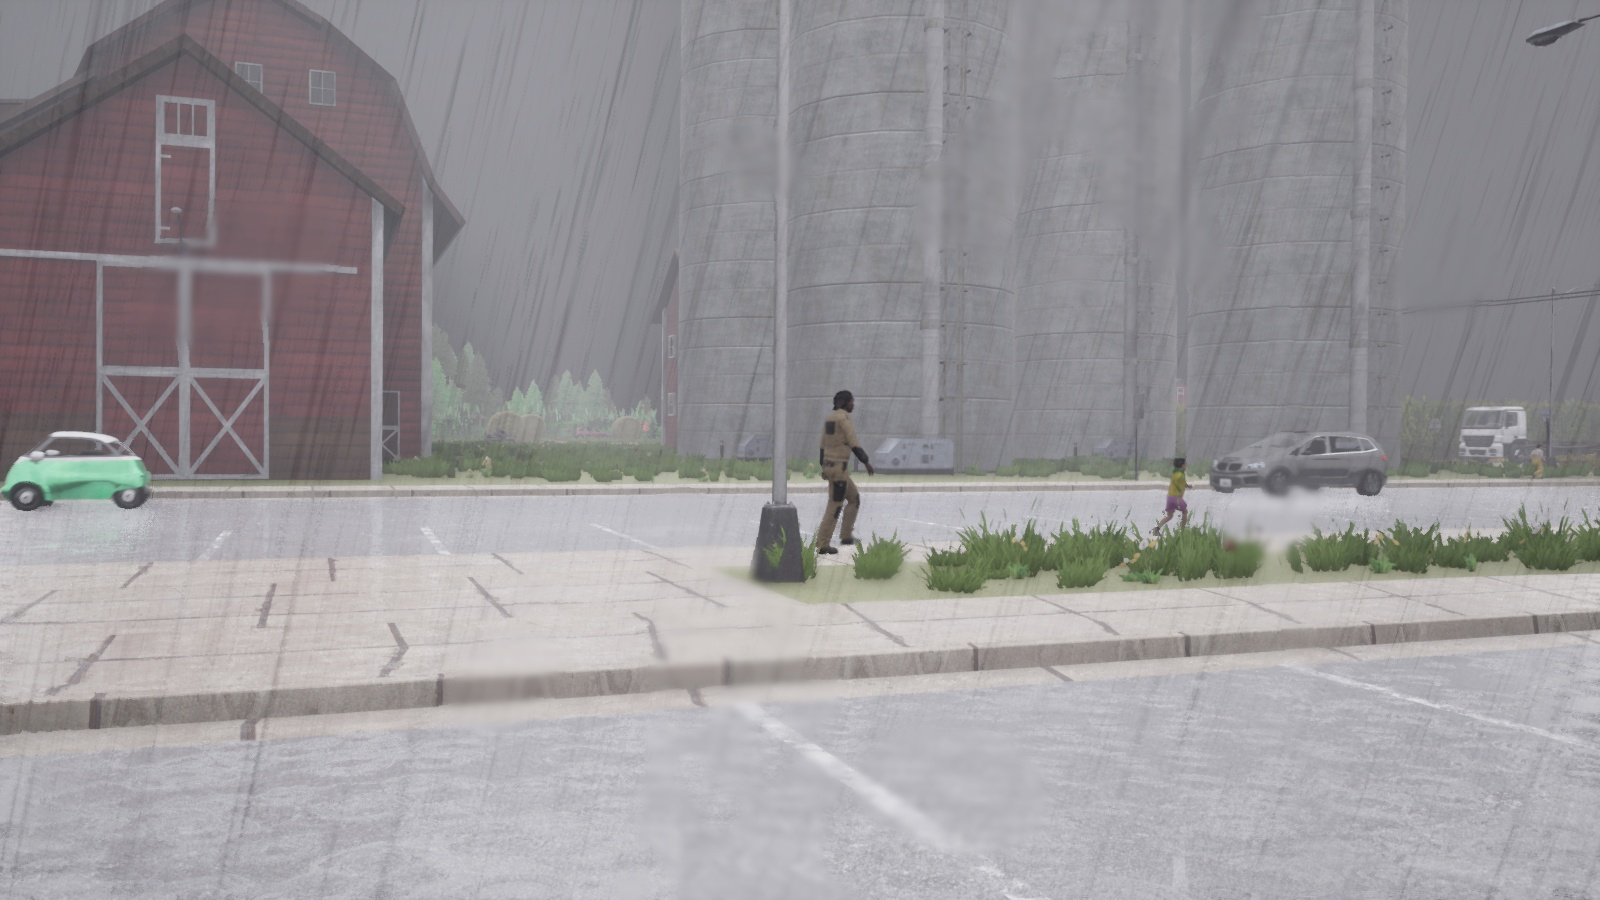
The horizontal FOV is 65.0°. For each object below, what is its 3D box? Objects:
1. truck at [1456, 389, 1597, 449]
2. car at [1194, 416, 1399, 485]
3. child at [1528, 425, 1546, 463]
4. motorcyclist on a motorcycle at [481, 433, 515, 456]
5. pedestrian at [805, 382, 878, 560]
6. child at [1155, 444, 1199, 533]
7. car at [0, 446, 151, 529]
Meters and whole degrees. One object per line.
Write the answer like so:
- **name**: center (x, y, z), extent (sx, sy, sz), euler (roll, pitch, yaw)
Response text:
- **truck**: center (43.326, -1.871, 74.864), extent (7.936, 3.462, 2.891), euler (-1, 1, -20)
- **car**: center (12.782, -0.022, 32.352), extent (4.611, 1.667, 2.242), euler (-1, 1, -21)
- **child**: center (24.502, -0.211, 41.751), extent (0.437, 1.263, 0.270), euler (-1, 1, -9)
- **motorcyclist on a motorcycle**: center (-20.845, -0.380, 86.752), extent (2.191, 1.530, 0.866), euler (-1, 1, -21)
- **pedestrian**: center (0.463, 0.222, 13.941), extent (0.692, 1.930, 0.396), euler (-1, 1, -22)
- **child**: center (5.020, 0.507, 16.709), extent (0.473, 1.160, 0.299), euler (-1, 1, -21)
- **car**: center (-12.860, 0.629, 22.325), extent (2.207, 1.376, 1.481), euler (-1, 1, -21)
